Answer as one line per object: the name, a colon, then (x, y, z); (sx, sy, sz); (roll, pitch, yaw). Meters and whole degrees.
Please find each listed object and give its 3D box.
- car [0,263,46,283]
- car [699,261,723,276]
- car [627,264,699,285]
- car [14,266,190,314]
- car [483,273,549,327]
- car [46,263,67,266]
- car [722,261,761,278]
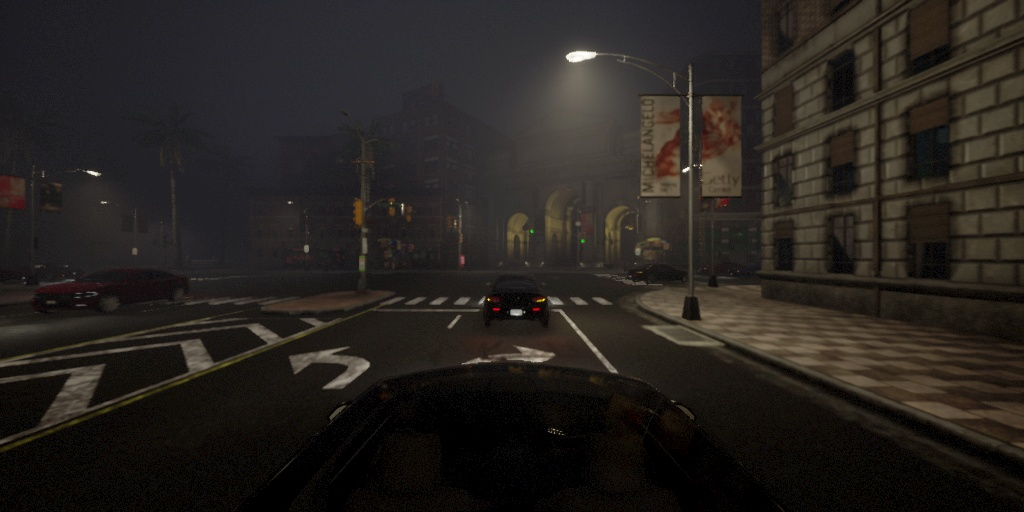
car: (-38.290, 1.332, 26.557); (4.718, 1.301, 1.895); (0, 0, 1)
car: (21.426, 1.252, 36.670); (4.674, 1.442, 1.812); (0, 0, 1)
car: (10.652, 1.259, 25.862); (4.674, 1.442, 1.812); (0, -1, -12)
car: (-15.204, 1.218, 14.027); (1.882, 1.535, 5.008); (1, 0, -8)
car: (0.124, 1.269, 11.425); (1.812, 1.442, 4.674); (0, 0, 0)
car: (-38.653, 1.293, 30.062); (4.181, 1.385, 1.994); (0, 0, 1)
car: (22.976, 1.276, 33.173); (5.357, 1.411, 2.033); (0, 0, 1)
